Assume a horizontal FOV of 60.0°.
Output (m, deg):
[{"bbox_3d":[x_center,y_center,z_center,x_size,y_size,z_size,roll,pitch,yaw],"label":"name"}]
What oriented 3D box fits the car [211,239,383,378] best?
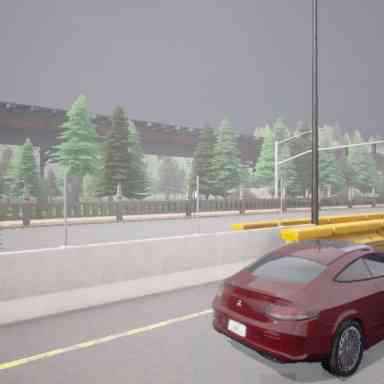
[{"bbox_3d":[2.430,1.526,5.498,4.674,1.442,1.812,0,0,-36],"label":"car"}]
